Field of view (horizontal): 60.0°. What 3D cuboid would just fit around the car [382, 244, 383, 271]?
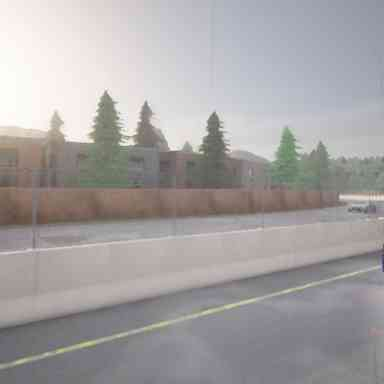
[{"bbox_3d":[6.955,1.490,8.742,5.008,1.535,1.882,0,0,-35],"label":"car"}]
